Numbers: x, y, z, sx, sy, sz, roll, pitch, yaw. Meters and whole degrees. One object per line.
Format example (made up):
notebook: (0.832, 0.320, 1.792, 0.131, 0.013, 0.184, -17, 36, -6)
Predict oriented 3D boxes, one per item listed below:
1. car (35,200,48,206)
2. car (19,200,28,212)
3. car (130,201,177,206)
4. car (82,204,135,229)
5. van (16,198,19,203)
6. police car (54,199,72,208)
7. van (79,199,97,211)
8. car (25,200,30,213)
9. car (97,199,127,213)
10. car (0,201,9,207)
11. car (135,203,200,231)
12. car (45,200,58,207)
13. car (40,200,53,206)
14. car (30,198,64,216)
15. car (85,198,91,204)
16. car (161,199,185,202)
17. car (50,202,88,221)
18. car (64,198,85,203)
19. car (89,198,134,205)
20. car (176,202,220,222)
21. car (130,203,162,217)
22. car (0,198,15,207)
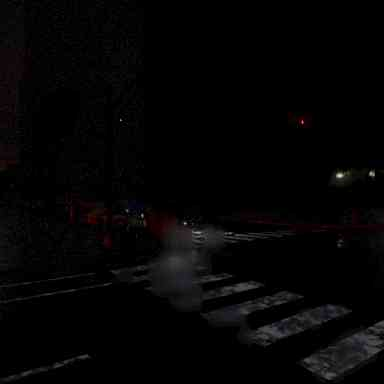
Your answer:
car: (-37.740, 2.711, 83.434, 2.008, 1.369, 4.403, -1, 0, -35)
car: (-23.324, 2.157, 48.445, 1.967, 1.590, 4.097, -1, 0, -35)
car: (-3.560, 1.848, 30.749, 1.837, 1.490, 4.892, 0, -1, -35)
car: (-6.236, 1.843, 24.416, 1.752, 1.417, 4.829, -1, 0, -35)
van: (-26.158, 2.123, 52.427, 1.690, 1.788, 3.998, -1, 0, -35)
police car: (-25.432, 2.308, 65.456, 1.930, 1.638, 5.238, 0, -1, -35)
van: (-17.042, 2.038, 54.383, 1.690, 1.788, 3.998, -1, 0, -35)
car: (-20.491, 2.196, 44.463, 1.887, 1.381, 4.507, -1, 0, -35)
car: (-11.156, 1.876, 46.084, 2.192, 1.841, 5.009, -1, 0, -35)
car: (-44.383, 2.771, 78.066, 1.802, 1.307, 4.206, -1, 0, -35)
car: (-1.807, 1.759, 22.839, 1.837, 1.490, 4.892, 0, -1, -35)
car: (-31.710, 2.596, 74.954, 1.947, 1.339, 4.313, -1, 0, -35)
car: (-34.726, 2.661, 79.195, 1.947, 1.339, 4.313, -1, 0, -35)
car: (-17.664, 1.901, 40.482, 2.192, 1.841, 5.009, -1, 0, -35)
car: (-15.713, 1.848, 47.879, 2.150, 2.045, 5.566, 0, -1, -35)
car: (-2.327, 1.669, 33.637, 2.192, 1.841, 5.009, -1, 0, -35)
car: (-11.996, 2.004, 32.518, 2.008, 1.369, 4.403, -1, 0, -35)
car: (-16.135, 1.806, 42.981, 2.150, 2.045, 5.566, 0, 0, -35)
car: (-7.565, 1.741, 30.900, 2.097, 1.767, 4.553, 0, -1, -35)
car: (0.622, 1.829, 29.487, 1.887, 1.381, 4.507, -1, 0, -35)
car: (-5.264, 2.005, 37.786, 1.802, 1.307, 4.206, -1, 0, -35)
car: (-41.269, 2.667, 73.684, 1.887, 1.381, 4.507, -1, 0, -35)
